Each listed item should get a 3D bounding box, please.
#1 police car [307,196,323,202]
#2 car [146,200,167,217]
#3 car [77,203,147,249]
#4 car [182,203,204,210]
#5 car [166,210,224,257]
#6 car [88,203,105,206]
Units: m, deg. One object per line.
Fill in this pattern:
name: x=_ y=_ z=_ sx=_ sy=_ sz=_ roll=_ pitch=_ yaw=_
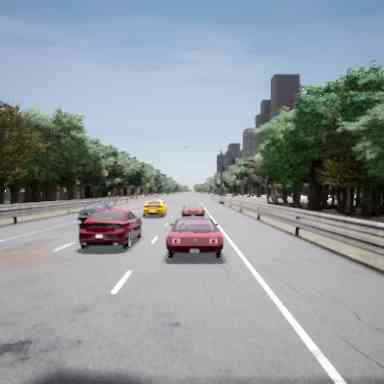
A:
police car: x=31.529 y=1.697 z=83.838 sx=2.038 sy=1.542 sz=4.974 roll=0 pitch=1 yaw=-45
car: x=-3.411 y=1.470 z=31.401 sx=1.882 sy=1.535 sz=5.008 roll=0 pitch=0 yaw=0
car: x=-3.406 y=1.478 z=14.682 sx=1.882 sy=1.535 sz=5.008 roll=0 pitch=0 yaw=0
car: x=0.090 y=1.596 z=28.252 sx=1.895 sy=1.301 sz=4.718 roll=0 pitch=0 yaw=0
car: x=0.093 y=1.602 z=12.870 sx=1.895 sy=1.301 sz=4.718 roll=0 pitch=0 yaw=0
car: x=-6.911 y=1.543 z=24.940 sx=2.033 sy=1.411 sz=5.357 roll=0 pitch=0 yaw=0
